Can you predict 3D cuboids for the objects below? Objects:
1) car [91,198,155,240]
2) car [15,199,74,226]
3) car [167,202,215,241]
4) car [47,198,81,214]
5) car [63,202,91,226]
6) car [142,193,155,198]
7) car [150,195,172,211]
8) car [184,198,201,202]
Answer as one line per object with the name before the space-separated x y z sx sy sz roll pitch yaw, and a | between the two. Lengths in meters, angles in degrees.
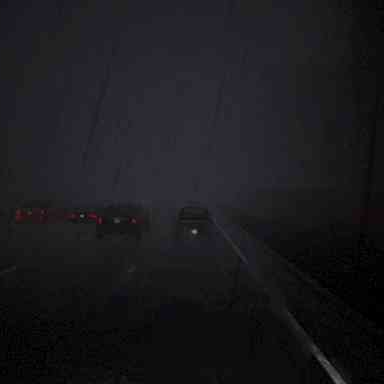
car | -3.395 1.358 17.291 2.097 1.767 4.553 0 0 1
car | -10.395 1.362 23.429 2.097 1.767 4.553 0 0 0
car | 0.103 1.498 16.796 2.128 1.511 4.902 0 0 0
car | -13.886 1.521 36.524 1.837 1.490 4.892 0 0 0
car | -6.896 1.557 23.404 2.033 1.411 5.357 0 0 0
car | -6.892 1.243 54.259 2.150 2.045 5.566 0 0 0
car | -3.404 1.493 38.776 1.882 1.535 5.008 0 0 0
car | 0.107 1.507 40.350 2.128 1.511 4.902 0 0 0
